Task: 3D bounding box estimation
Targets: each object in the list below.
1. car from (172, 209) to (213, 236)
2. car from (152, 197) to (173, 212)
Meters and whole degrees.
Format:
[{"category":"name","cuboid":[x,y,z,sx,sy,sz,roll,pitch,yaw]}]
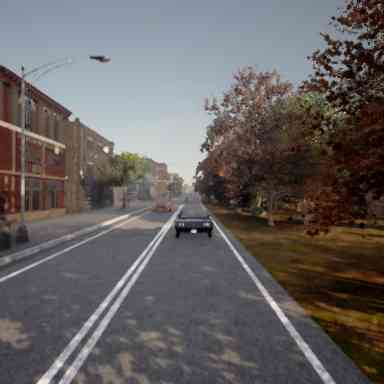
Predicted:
[{"category":"car","cuboid":[0.098,1.599,18.237,1.895,1.301,4.718,0,0,0]},{"category":"car","cuboid":[-3.343,1.346,37.927,2.097,1.767,4.553,0,0,0]}]
